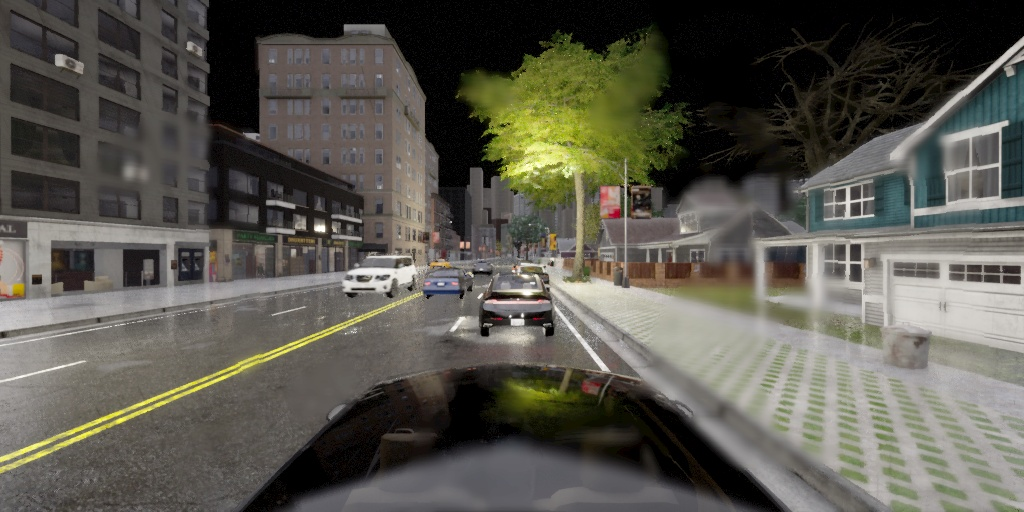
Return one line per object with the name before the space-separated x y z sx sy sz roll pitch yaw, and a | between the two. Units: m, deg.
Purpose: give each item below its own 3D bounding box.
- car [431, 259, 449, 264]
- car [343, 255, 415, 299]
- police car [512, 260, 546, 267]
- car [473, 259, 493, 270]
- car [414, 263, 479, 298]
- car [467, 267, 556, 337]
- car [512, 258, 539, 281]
car | -9.685 1.190 48.335 1.882 1.535 5.008 0 0 0
car | -6.541 0.963 18.508 2.150 2.045 5.566 0 0 0
police car | 1.040 1.165 20.545 1.930 1.638 5.238 0 0 0
car | -3.026 1.287 37.678 1.994 1.385 4.181 0 0 0
car | -3.097 1.289 18.241 2.033 1.411 5.357 0 0 0
car | 0.128 1.239 10.296 2.128 1.511 4.902 0 0 0
car | 1.074 1.081 30.406 2.097 1.767 4.553 0 0 0
